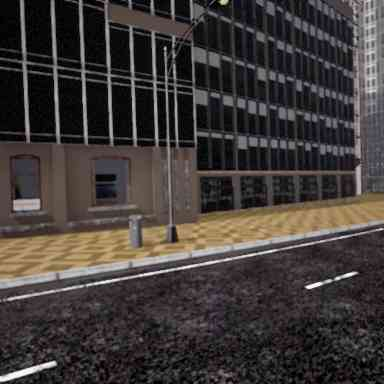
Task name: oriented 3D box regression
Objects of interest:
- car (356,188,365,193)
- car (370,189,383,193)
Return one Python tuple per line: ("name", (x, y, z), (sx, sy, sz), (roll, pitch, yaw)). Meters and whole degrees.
("car", (37.141, -0.418, 76.221), (1.947, 1.339, 4.313), (-2, 2, -41))
("car", (40.843, -0.367, 71.908), (1.802, 1.307, 4.206), (-2, 2, -41))
